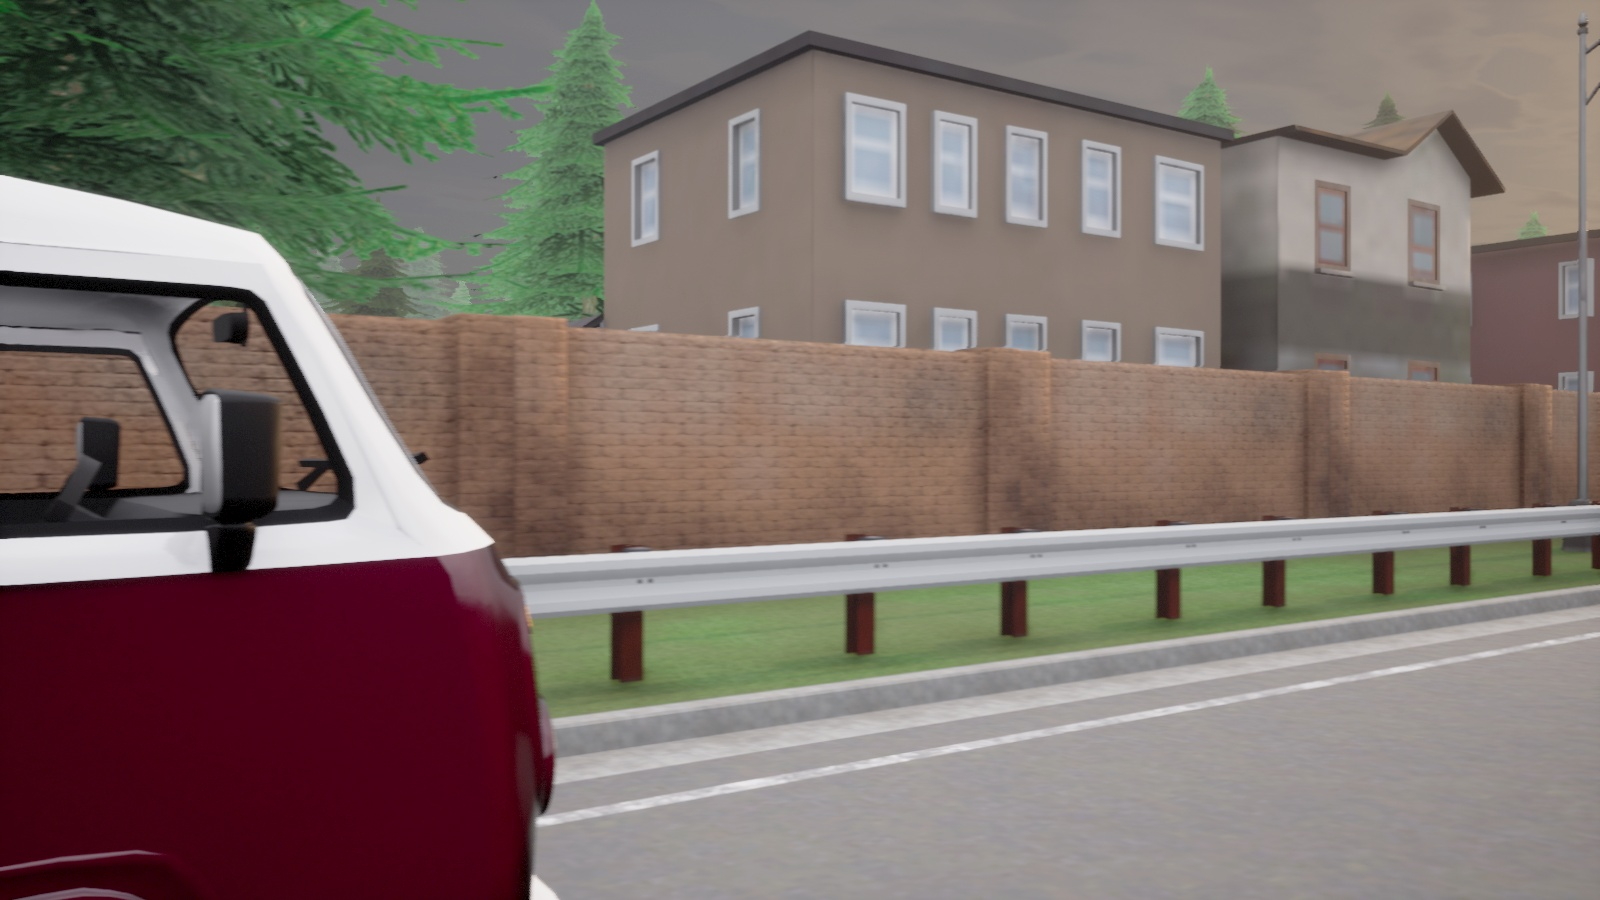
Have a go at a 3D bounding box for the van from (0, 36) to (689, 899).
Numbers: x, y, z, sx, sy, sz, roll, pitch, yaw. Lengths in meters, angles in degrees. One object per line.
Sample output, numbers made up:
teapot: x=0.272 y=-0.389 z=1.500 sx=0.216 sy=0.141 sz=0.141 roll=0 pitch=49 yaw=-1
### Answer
van: x=-2.631 y=0.481 z=1.828 sx=4.480 sy=2.038 sz=2.069 roll=0 pitch=0 yaw=-35
